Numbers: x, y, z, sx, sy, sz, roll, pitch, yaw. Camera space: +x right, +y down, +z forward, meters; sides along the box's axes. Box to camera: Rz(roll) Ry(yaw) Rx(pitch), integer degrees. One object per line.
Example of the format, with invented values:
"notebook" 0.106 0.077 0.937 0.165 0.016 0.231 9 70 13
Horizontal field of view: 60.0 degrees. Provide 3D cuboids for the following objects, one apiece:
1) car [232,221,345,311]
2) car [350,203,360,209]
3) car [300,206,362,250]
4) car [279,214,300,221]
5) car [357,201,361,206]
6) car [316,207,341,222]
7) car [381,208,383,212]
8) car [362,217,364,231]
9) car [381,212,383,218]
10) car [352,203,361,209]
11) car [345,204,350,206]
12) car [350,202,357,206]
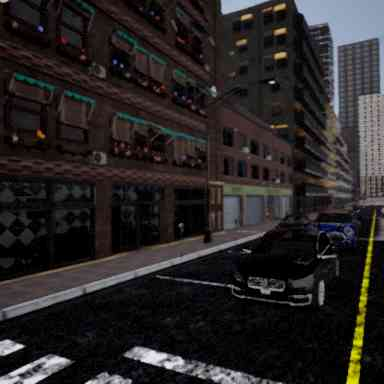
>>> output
"car" 2.598 1.718 8.533 1.837 1.490 4.892 -1 -2 29
"car" 38.821 3.390 79.005 1.887 1.381 4.507 -2 -2 29
"car" 6.990 1.742 16.422 2.097 1.767 4.553 -1 -2 29
"car" 6.615 2.083 21.088 1.947 1.339 4.313 -2 -2 29
"car" 36.137 3.299 74.177 1.947 1.339 4.313 -2 -2 29
"car" 14.666 2.390 35.568 1.887 1.381 4.507 -2 -2 29
"car" 23.932 2.507 40.300 1.895 1.301 4.718 -1 -2 29
"car" 11.841 2.151 25.134 1.994 1.385 4.181 -1 -2 29
"car" 10.431 1.903 16.025 2.033 1.411 5.357 -1 -2 29
"car" 41.505 3.503 83.832 1.887 1.381 4.507 -2 -2 29
"car" 20.035 2.647 45.220 1.802 1.307 4.206 -2 -2 29
"car" 28.002 2.920 59.552 1.752 1.417 4.829 -2 -2 29
